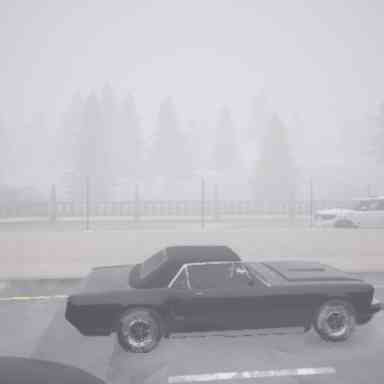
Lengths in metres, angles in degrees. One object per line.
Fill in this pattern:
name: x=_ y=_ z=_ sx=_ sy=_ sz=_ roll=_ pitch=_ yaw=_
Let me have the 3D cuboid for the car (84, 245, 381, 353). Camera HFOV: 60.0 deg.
car: x=0.517 y=1.609 z=5.639 sx=4.718 sy=1.301 sz=1.895 roll=0 pitch=0 yaw=-7

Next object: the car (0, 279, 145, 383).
car: x=-2.741 y=1.503 z=1.651 sx=4.892 sy=1.490 sz=1.837 roll=1 pitch=0 yaw=-9
